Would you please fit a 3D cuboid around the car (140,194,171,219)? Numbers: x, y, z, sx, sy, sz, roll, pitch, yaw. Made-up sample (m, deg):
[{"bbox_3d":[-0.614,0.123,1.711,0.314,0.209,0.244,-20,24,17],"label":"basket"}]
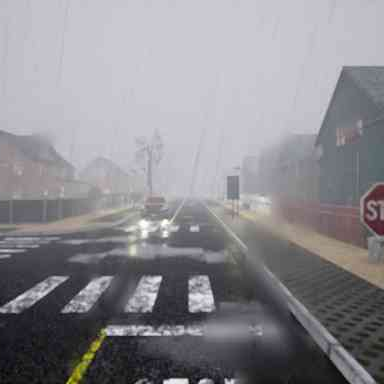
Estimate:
[{"bbox_3d":[-2.807,1.102,26.528,2.097,1.767,4.553,0,0,0],"label":"car"}]
